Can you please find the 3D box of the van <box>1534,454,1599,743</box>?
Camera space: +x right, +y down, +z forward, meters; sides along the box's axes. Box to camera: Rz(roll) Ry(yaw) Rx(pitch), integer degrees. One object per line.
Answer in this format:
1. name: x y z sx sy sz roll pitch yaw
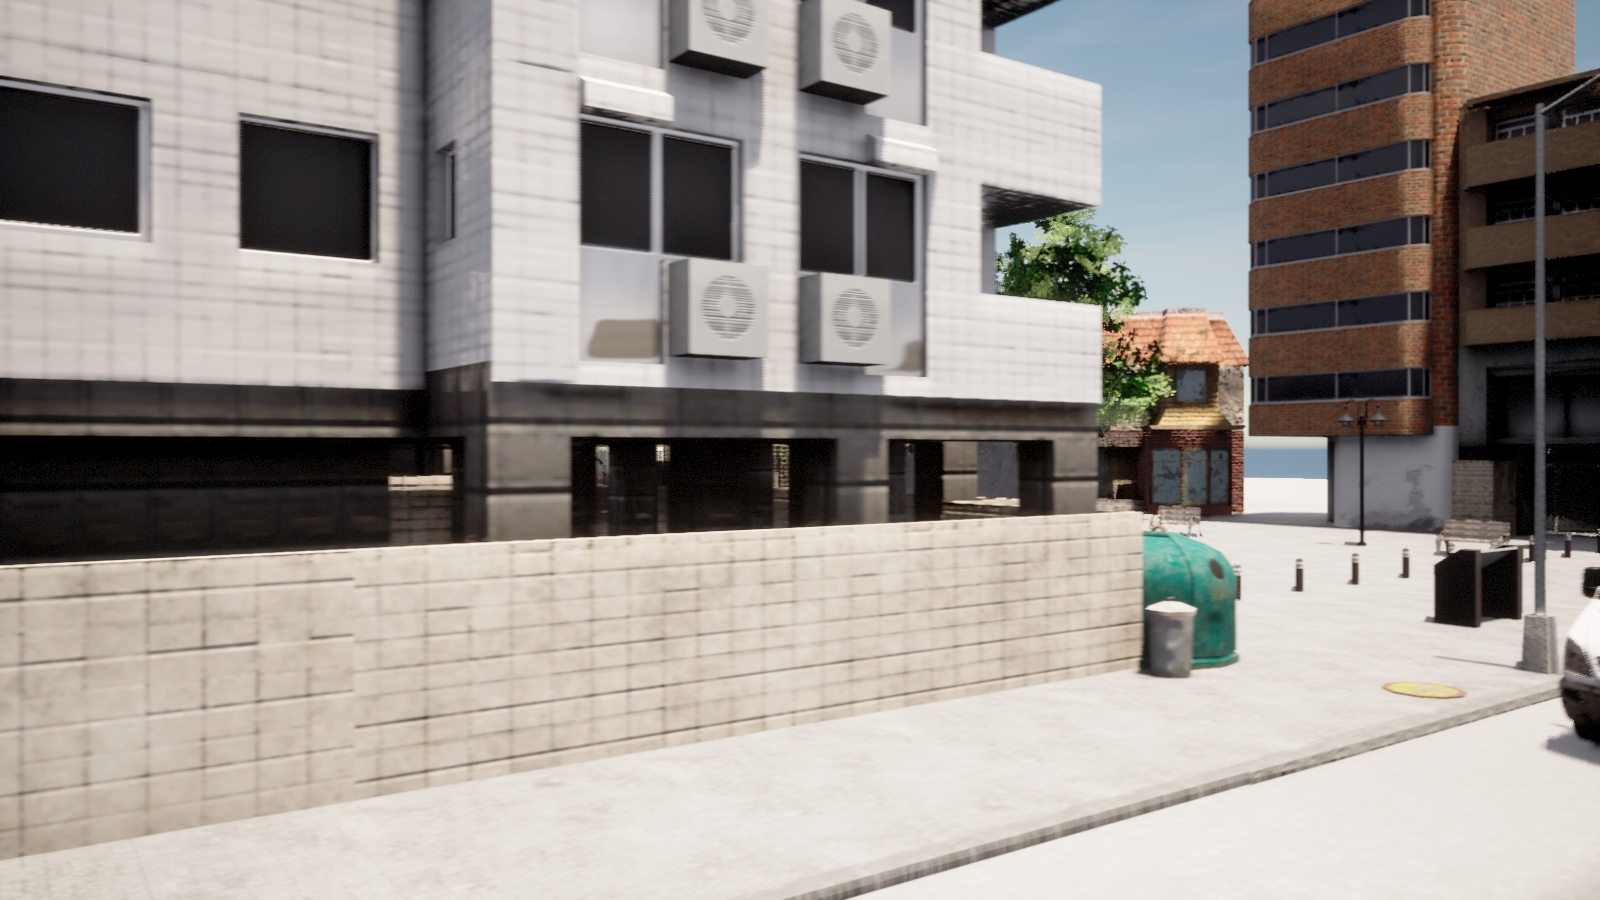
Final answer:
1. van: 9.780 1.314 11.380 5.915 2.561 1.988 0 0 -34
